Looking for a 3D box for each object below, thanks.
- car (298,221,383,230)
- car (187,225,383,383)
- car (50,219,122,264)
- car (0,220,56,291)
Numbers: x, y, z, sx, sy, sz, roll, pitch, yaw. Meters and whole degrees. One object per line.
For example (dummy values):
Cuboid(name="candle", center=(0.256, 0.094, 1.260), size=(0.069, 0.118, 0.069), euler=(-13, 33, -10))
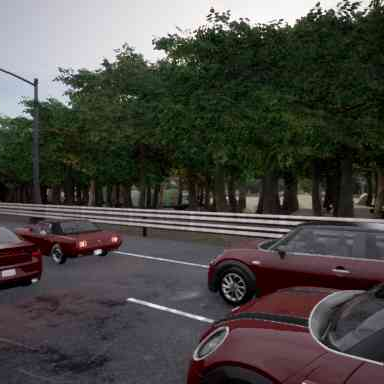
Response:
Cuboid(name="car", center=(2.545, 1.352, 6.532), size=(4.553, 1.767, 2.097), euler=(0, 0, 35))
Cuboid(name="car", center=(2.154, 1.352, 2.528), size=(4.553, 1.767, 2.097), euler=(0, 0, 35))
Cuboid(name="car", center=(-4.729, 1.602, 11.826), size=(4.718, 1.301, 1.895), euler=(0, 0, 37))
Cuboid(name="car", center=(-5.669, 1.479, 8.175), size=(5.008, 1.535, 1.882), euler=(0, 0, 37))
